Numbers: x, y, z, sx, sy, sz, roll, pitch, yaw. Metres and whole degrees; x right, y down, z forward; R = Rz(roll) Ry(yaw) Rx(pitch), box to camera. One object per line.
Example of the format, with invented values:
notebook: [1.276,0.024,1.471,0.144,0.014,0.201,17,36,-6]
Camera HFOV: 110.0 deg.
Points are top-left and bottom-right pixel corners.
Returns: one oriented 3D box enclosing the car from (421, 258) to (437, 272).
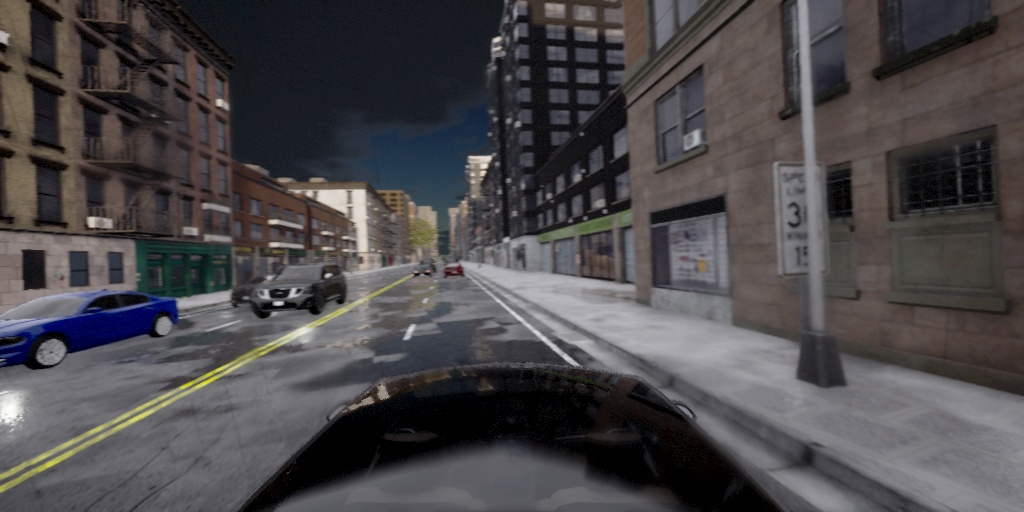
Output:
car: [-11.530,1.313,49.405,2.150,2.045,5.566,-2,0,-10]

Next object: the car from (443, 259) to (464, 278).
car: [-5.870,1.375,36.403,1.882,1.535,5.008,-2,0,-10]

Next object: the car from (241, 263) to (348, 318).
car: [-8.794,1.343,15.443,2.150,2.045,5.566,-2,0,-10]

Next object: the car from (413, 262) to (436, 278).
car: [-9.651,1.647,39.092,1.895,1.301,4.718,-2,0,-10]

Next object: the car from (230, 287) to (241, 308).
car: [-12.850,1.719,19.201,1.882,1.535,5.008,-2,0,-10]

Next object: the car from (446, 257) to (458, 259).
car: [-8.296,1.178,49.778,2.150,2.045,5.566,-2,0,-10]

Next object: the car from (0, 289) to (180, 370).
car: [-11.033,1.670,9.077,1.882,1.535,5.008,-2,0,-10]
